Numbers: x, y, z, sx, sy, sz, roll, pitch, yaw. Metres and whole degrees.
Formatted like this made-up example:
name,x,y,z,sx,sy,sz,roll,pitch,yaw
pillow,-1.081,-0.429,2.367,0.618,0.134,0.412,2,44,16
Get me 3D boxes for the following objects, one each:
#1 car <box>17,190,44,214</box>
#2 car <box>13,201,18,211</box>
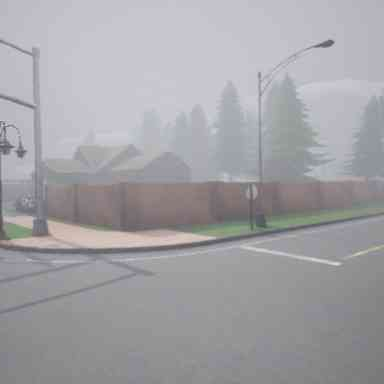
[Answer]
name,x,y,z,sx,sy,sz,roll,pitch,yaw
car,-11.189,0.751,27.035,4.605,1.855,1.932,-2,2,-41
car,-13.135,0.749,28.674,3.866,1.878,1.905,-2,2,-41
